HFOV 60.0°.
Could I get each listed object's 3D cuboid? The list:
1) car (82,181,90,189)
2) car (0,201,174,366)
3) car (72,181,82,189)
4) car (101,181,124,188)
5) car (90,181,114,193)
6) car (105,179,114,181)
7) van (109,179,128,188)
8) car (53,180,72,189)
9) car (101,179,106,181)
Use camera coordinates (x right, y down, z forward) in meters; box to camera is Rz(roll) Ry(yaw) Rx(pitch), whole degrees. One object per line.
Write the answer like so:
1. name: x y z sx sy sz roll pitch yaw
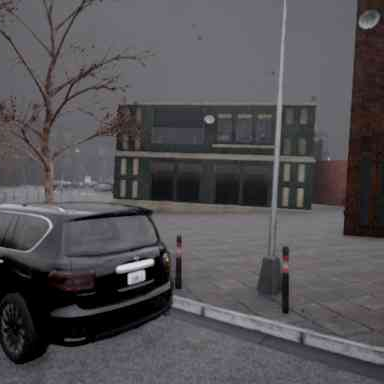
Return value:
1. car: -24.630 -1.490 70.171 4.674 1.452 2.002 3 3 20
2. car: -2.851 1.173 6.029 5.566 2.045 2.150 1 1 38
3. car: -25.576 -1.459 67.582 5.008 1.535 2.097 3 2 20
4. car: -19.752 -1.903 83.065 5.366 1.575 1.946 3 3 20
5. car: -15.344 -0.661 59.244 2.128 1.511 4.902 3 3 20
6. car: -20.883 -2.084 80.536 5.566 2.045 2.435 3 3 20
7. van: -18.867 -2.207 85.669 4.442 1.987 1.878 3 3 20
8. car: -26.478 -1.515 64.968 4.553 1.767 2.185 3 2 20
9. car: -22.754 -1.675 75.359 4.892 1.521 2.231 3 3 20
